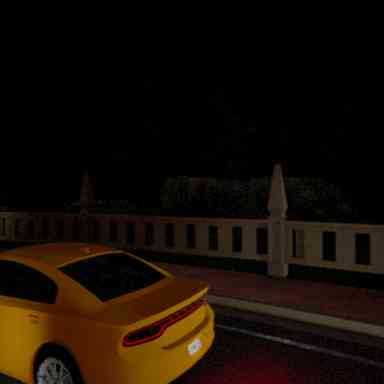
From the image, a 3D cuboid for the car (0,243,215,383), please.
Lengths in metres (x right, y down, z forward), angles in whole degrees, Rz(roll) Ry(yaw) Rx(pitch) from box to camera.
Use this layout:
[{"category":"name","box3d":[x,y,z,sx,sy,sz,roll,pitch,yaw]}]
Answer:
[{"category":"car","box3d":[-2.128,1.494,4.775,5.008,1.535,1.882,0,0,29]}]
